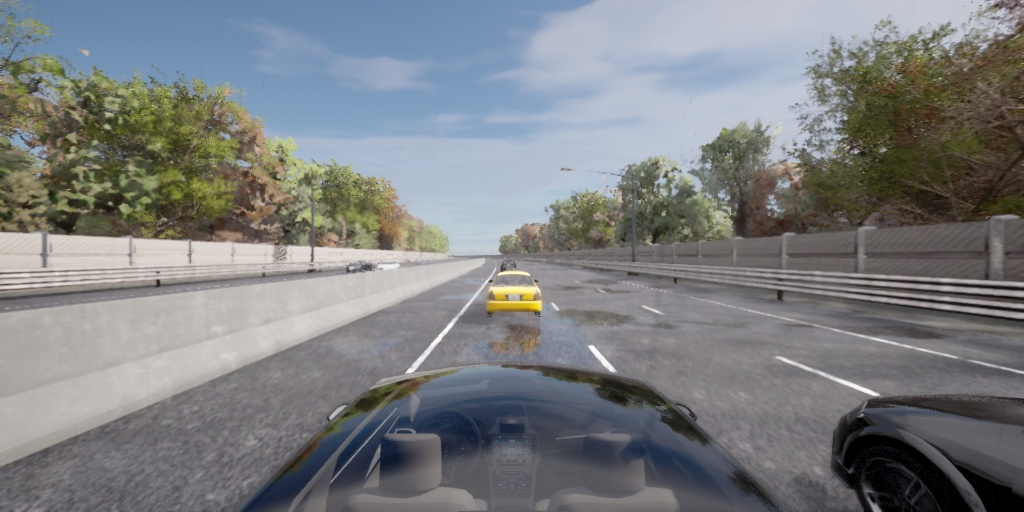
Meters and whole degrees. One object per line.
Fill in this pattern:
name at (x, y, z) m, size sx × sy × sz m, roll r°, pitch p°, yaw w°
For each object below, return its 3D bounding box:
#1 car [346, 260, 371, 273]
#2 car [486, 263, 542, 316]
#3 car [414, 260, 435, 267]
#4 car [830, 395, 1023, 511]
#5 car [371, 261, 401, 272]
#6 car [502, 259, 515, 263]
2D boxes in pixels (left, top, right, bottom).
car at (-18.080, 1.254, 42.772) m, size 2.128 × 1.511 × 4.902 m, roll 0°, pitch 0°, yaw -1°
car at (0.050, 1.210, 13.238) m, size 1.801 × 1.575 × 5.366 m, roll 0°, pitch 0°, yaw 0°
car at (-11.153, 1.256, 45.930) m, size 2.128 × 1.511 × 4.902 m, roll 0°, pitch 0°, yaw -1°
car at (3.591, 1.313, 1.167) m, size 1.994 × 1.385 × 4.181 m, roll 0°, pitch 0°, yaw 0°
car at (-14.573, 1.288, 42.389) m, size 1.812 × 1.442 × 4.674 m, roll 0°, pitch 0°, yaw -1°
car at (-0.433, 1.195, 44.373) m, size 2.033 × 1.649 × 4.856 m, roll 0°, pitch 0°, yaw -1°
